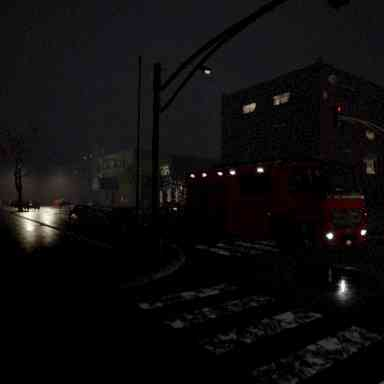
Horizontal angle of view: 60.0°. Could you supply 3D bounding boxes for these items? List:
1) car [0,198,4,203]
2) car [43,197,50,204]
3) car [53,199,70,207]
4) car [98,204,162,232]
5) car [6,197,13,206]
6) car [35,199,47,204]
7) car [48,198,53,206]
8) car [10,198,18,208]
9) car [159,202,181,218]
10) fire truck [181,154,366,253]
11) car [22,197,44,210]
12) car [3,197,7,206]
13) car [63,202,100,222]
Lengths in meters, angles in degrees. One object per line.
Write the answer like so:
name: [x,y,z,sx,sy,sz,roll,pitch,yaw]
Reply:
car: [-38.942,1.928,70.787,2.192,1.841,5.009,1,-1,-35]
car: [-35.243,2.136,80.121,2.192,1.841,5.009,1,-1,-35]
car: [-25.733,2.110,66.515,1.967,1.590,4.097,1,-1,-35]
car: [-3.925,1.613,20.475,1.887,1.381,4.507,1,-1,-35]
car: [-32.601,2.078,61.715,1.947,1.339,4.313,1,-1,-35]
car: [-38.512,2.399,84.792,1.752,1.417,4.829,1,-1,-35]
car: [-28.903,2.302,71.049,1.802,1.307,4.206,1,-1,-35]
car: [-29.613,2.010,57.428,1.887,1.381,4.507,1,-1,-35]
car: [-2.633,1.758,33.704,1.967,1.590,4.097,1,-1,-35]
fire truck: [3.149,0.391,15.296,2.891,3.827,8.468,1,-1,-35]
car: [-23.218,1.889,48.189,1.752,1.417,4.829,1,-1,-35]
car: [-35.772,2.128,66.250,1.947,1.339,4.313,1,-1,-35]
car: [-9.083,1.728,27.852,1.802,1.307,4.206,1,-1,-35]
